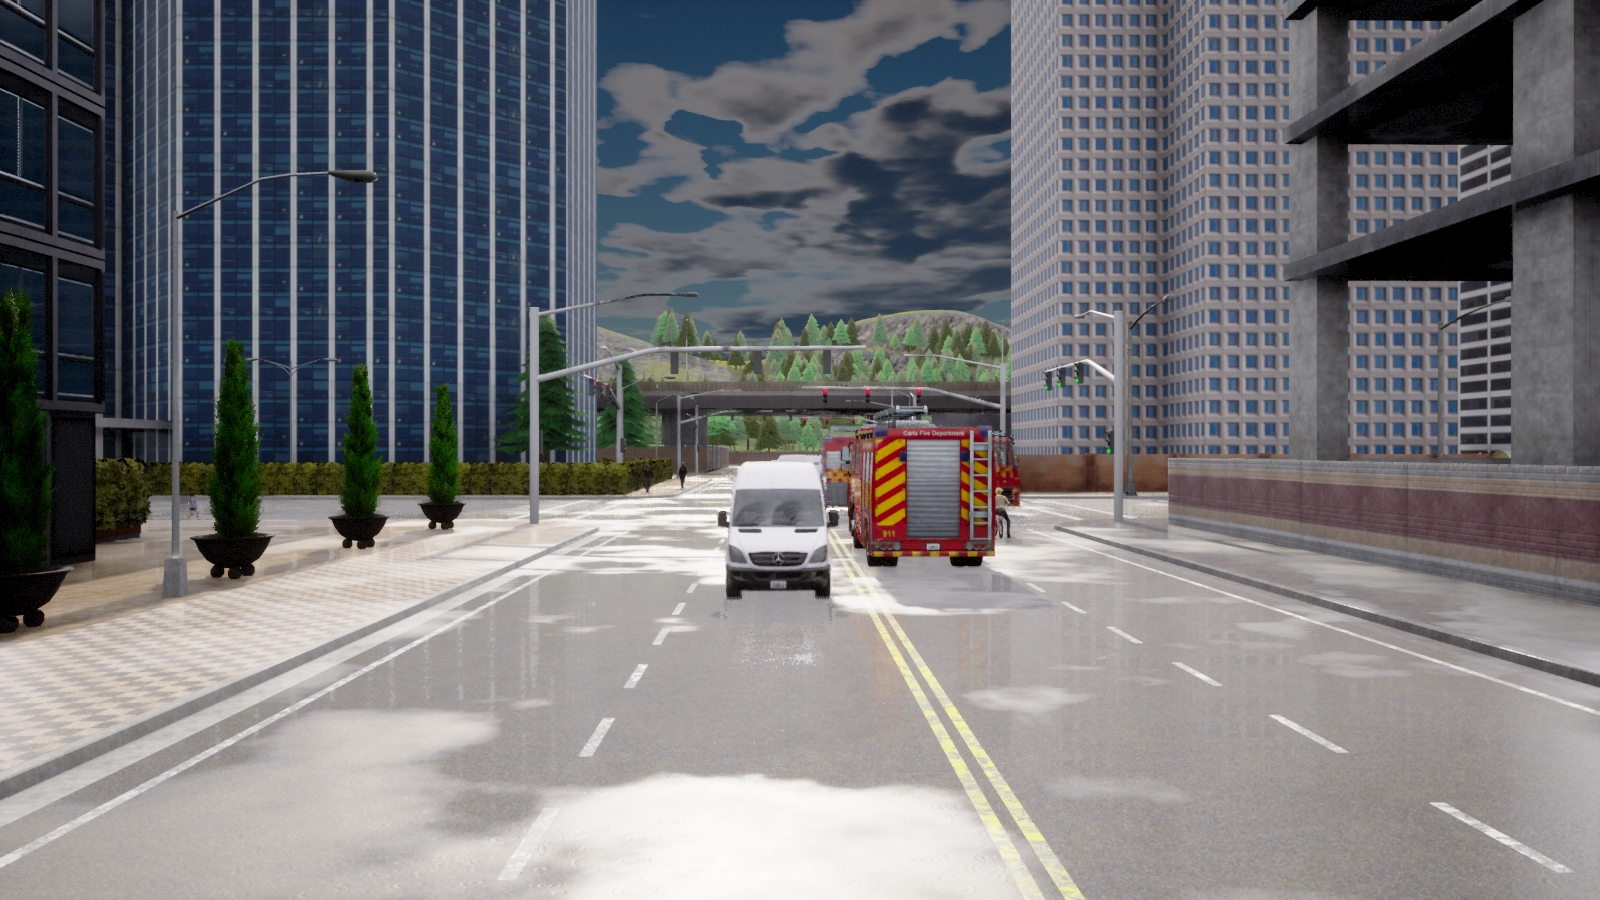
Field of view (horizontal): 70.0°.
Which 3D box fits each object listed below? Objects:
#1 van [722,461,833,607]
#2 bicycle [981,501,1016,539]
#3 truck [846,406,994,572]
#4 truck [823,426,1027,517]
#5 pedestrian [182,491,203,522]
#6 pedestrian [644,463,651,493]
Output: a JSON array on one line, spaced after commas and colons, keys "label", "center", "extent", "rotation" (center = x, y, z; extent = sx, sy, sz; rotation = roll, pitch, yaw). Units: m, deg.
[{"label": "van", "center": [-0.447, 1.534, 23.404], "extent": [1.988, 2.561, 5.915], "rotation": [0, 0, -1]}, {"label": "bicycle", "center": [6.346, 2.233, 36.588], "extent": [0.859, 1.126, 1.487], "rotation": [0, 0, -1]}, {"label": "truck", "center": [2.932, 0.891, 30.480], "extent": [2.891, 3.827, 8.468], "rotation": [0, 0, -1]}, {"label": "truck", "center": [5.318, 0.891, 49.698], "extent": [8.468, 3.827, 2.891], "rotation": [0, 0, -2]}, {"label": "pedestrian", "center": [-22.294, 2.076, 41.917], "extent": [0.500, 1.100, 0.500], "rotation": [0, 0, -3]}, {"label": "pedestrian", "center": [-9.242, 1.696, 69.355], "extent": [0.375, 1.860, 0.375], "rotation": [0, 0, -2]}]
